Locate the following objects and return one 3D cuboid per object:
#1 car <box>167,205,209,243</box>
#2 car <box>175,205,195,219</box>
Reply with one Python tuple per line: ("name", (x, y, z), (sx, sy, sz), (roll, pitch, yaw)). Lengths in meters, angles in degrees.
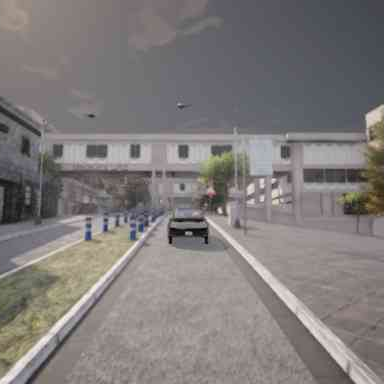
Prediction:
("car", (-0.205, 1.528, 16.284), (2.128, 1.511, 4.902), (0, 0, -2))
("car", (-0.777, 1.962, 34.114), (1.895, 1.301, 4.718), (0, -2, -2))
